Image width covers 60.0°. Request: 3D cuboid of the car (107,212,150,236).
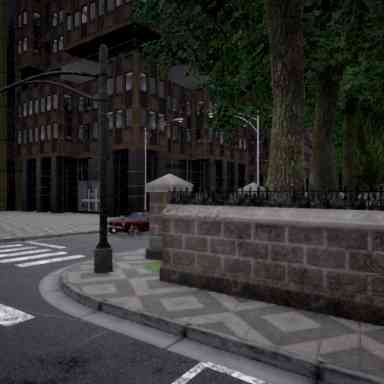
[{"bbox_3d":[-3.184,1.934,20.797,1.895,1.301,4.718,0,-1,35],"label":"car"}]
